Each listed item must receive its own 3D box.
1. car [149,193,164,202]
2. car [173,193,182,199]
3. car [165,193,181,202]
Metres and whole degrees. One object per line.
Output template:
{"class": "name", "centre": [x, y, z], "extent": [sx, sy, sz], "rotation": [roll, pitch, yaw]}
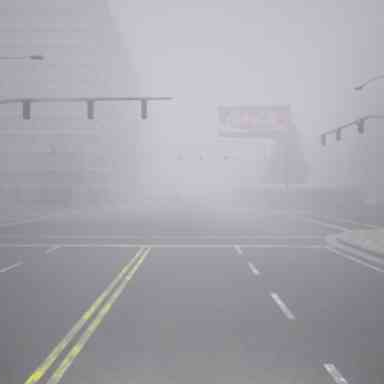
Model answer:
{"class": "car", "centre": [-7.029, 1.055, 64.234], "extent": [1.882, 1.535, 5.008], "rotation": [0, 0, 1]}
{"class": "car", "centre": [-3.511, 0.987, 80.222], "extent": [1.812, 1.442, 4.674], "rotation": [0, 0, 0]}
{"class": "car", "centre": [-3.522, 1.125, 64.229], "extent": [2.033, 1.411, 5.357], "rotation": [0, 0, 0]}
